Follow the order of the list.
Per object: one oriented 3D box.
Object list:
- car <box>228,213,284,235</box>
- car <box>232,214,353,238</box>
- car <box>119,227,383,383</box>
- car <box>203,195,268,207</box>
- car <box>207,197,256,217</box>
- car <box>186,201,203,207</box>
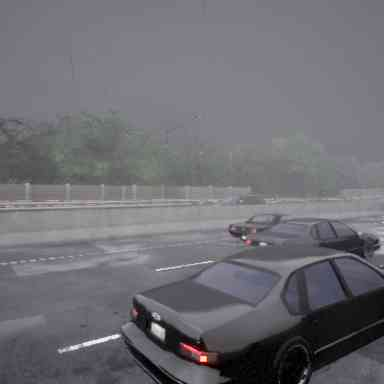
[{"bbox_3d":[4.007,1.614,15.200,4.718,1.301,1.895,0,0,-35],"label":"car"},{"bbox_3d":[4.079,1.558,10.954,5.357,1.411,2.033,0,0,-35],"label":"car"},{"bbox_3d":[1.669,1.551,5.058,5.357,1.411,2.033,0,0,-35],"label":"car"},{"bbox_3d":[4.043,1.246,28.331,5.566,2.045,2.150,1,0,-35],"label":"car"},{"bbox_3d":[3.915,1.377,32.522,4.553,1.767,2.097,0,0,-35],"label":"car"},{"bbox_3d":[1.281,1.589,34.946,4.181,1.385,1.994,0,0,-35],"label":"car"}]
